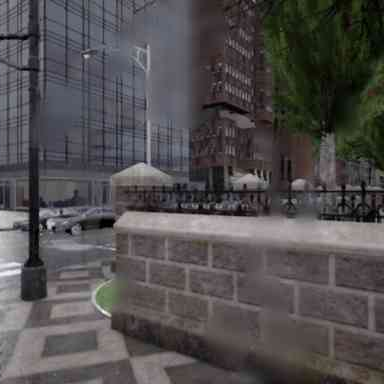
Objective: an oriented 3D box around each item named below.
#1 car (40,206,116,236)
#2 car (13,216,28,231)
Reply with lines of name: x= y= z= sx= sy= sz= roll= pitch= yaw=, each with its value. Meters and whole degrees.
car: x=-5.968 y=1.591 z=19.271 sx=2.128 sy=1.511 sz=4.902 roll=0 pitch=0 yaw=36
car: x=-8.527 y=1.650 z=20.281 sx=2.008 sy=1.369 sz=4.403 roll=-1 pitch=-1 yaw=36
